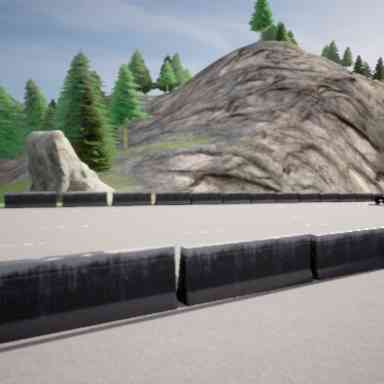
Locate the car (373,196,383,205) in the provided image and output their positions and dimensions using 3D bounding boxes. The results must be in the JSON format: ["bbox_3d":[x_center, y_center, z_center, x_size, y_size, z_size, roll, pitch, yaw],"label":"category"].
[{"bbox_3d":[22.847,0.840,37.901,4.718,1.301,1.895,0,2,-31],"label":"car"}]
